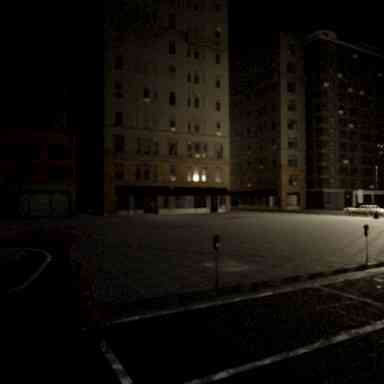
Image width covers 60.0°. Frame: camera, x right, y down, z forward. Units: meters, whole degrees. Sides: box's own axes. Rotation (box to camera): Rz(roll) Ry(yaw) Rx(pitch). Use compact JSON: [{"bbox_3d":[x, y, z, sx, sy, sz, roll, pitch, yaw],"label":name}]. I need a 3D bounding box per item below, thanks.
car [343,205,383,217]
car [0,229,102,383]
[{"bbox_3d":[20.313,2.206,38.977,1.895,1.301,4.718,0,-1,-29],"label":"car"},{"bbox_3d":[-3.529,1.420,3.588,5.009,1.841,2.192,0,-1,-29],"label":"car"}]
